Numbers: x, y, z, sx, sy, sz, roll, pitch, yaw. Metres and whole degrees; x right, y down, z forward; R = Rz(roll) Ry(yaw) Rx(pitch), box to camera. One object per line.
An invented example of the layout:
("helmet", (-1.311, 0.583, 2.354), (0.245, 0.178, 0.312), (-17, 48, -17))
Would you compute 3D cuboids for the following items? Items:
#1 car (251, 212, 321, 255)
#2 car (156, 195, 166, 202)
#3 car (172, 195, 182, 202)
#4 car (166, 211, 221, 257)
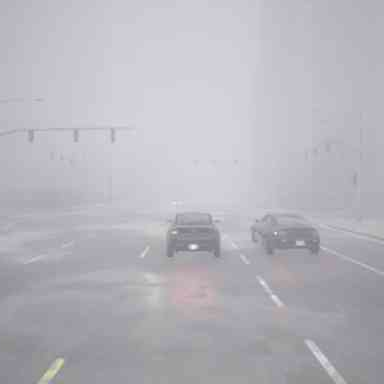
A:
("car", (3.563, 1.516, 13.212), (1.812, 1.442, 4.674), (0, 0, 0))
("car", (-6.828, 1.466, 74.692), (1.812, 1.442, 4.674), (0, 0, 1))
("car", (-3.329, 1.467, 74.637), (2.128, 1.511, 4.902), (0, 0, 1))
("car", (0.061, 1.493, 12.862), (1.837, 1.490, 4.892), (0, -1, 0))
